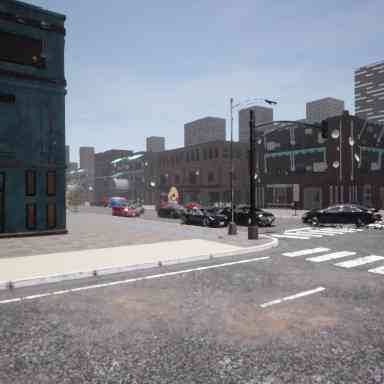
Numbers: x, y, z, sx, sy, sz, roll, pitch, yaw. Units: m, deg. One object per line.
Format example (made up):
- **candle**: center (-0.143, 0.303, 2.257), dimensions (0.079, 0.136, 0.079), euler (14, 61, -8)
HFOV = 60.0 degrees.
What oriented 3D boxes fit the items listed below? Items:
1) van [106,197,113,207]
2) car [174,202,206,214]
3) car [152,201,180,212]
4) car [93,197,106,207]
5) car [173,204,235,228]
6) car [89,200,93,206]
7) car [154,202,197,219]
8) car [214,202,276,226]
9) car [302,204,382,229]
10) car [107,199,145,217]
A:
- **van**: center (-13.228, 1.906, 58.936), dimensions (1.690, 1.788, 3.998), euler (-1, 0, -36)
- **car**: center (-0.353, 1.903, 40.921), dimensions (1.802, 1.307, 4.206), euler (-2, 0, -36)
- **car**: center (-3.569, 1.965, 45.425), dimensions (1.802, 1.307, 4.206), euler (-2, 0, -36)
- **car**: center (-16.446, 1.939, 63.440), dimensions (2.192, 1.841, 5.009), euler (-1, 0, -36)
- **car**: center (0.797, 1.814, 24.686), dimensions (1.947, 1.339, 4.313), euler (-2, 0, -36)
- **car**: center (-19.659, 2.227, 67.944), dimensions (1.887, 1.381, 4.507), euler (-1, 0, -36)
- **car**: center (-1.760, 1.879, 32.961), dimensions (1.994, 1.385, 4.181), euler (-1, 0, -35)
- **car**: center (4.017, 1.706, 24.800), dimensions (1.837, 1.490, 4.892), euler (-1, 0, -34)
- **car**: center (9.922, 1.581, 22.315), dimensions (4.902, 1.511, 2.128), euler (-2, 0, 37)
- **car**: center (-7.173, 1.846, 36.048), dimensions (1.967, 1.590, 4.097), euler (-1, 0, -36)
